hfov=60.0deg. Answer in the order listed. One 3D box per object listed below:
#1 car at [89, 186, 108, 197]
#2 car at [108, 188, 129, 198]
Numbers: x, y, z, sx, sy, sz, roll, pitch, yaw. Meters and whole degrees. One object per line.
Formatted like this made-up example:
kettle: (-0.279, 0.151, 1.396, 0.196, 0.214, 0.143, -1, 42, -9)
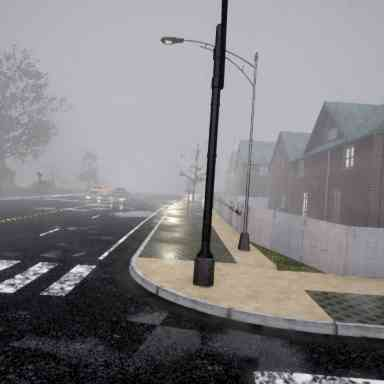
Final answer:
car: (-13.967, -0.176, 50.057, 1.882, 1.535, 5.008, 4, 1, 1)
car: (-10.729, 0.093, 49.962, 1.812, 1.442, 4.674, 4, 1, 1)
